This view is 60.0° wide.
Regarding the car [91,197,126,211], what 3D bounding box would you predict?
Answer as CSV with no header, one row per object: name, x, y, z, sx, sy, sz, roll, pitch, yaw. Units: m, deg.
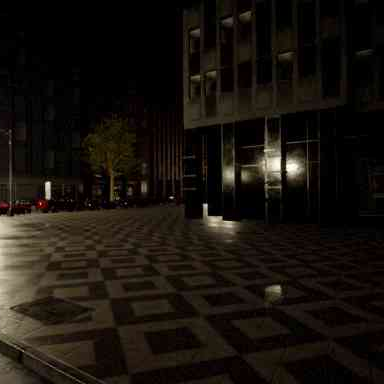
car,-10.547,1.524,39.831,1.947,1.339,4.313,-1,0,35

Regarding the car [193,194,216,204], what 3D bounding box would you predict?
car,2.381,1.283,63.018,2.097,1.767,4.553,-1,0,35

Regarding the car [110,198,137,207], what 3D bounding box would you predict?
car,-11.127,1.612,53.960,1.802,1.307,4.206,-1,0,35

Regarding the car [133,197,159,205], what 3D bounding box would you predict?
car,-8.012,1.544,58.455,1.752,1.417,4.829,-1,0,35

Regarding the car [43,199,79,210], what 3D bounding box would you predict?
car,-17.551,1.641,44.690,1.802,1.307,4.206,-1,0,35

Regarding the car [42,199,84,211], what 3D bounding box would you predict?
car,-16.147,1.632,41.880,1.895,1.301,4.718,-1,0,35

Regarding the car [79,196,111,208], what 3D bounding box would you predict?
car,-14.341,1.484,49.325,1.967,1.590,4.097,-1,0,35

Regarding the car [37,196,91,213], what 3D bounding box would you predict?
car,-13.761,1.290,35.198,2.192,1.841,5.009,-1,0,35

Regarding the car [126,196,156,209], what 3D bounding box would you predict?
car,-7.336,1.509,44.465,1.947,1.339,4.313,-1,0,35

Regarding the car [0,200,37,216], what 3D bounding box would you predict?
car,-16.970,1.576,30.562,1.802,1.307,4.206,-1,0,35

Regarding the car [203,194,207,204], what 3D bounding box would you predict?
car,2.298,1.222,58.371,2.192,1.841,5.009,-1,0,35

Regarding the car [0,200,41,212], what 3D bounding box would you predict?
car,-20.763,1.642,40.055,1.947,1.339,4.313,-1,0,35

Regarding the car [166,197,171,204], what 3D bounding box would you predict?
car,-4.703,1.574,63.231,1.947,1.339,4.313,-1,0,35

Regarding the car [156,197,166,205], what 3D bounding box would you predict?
car,-7.119,1.484,54.837,2.128,1.511,4.902,-1,-1,35

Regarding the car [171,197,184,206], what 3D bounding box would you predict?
car,-0.913,1.462,53.735,1.887,1.381,4.507,-1,0,35
